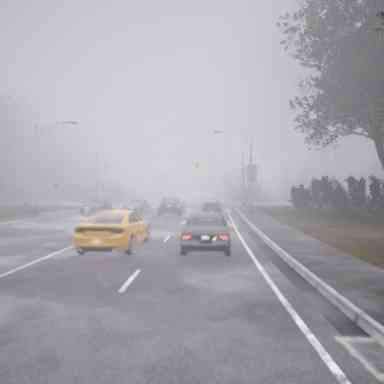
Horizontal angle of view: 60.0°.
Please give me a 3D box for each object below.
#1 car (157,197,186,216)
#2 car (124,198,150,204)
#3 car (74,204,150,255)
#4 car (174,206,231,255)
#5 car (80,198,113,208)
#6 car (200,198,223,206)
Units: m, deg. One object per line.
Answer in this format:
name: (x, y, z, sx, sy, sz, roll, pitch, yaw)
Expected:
car: (-1.778, 1.199, 30.169, 2.097, 1.767, 4.553, 0, 0, 4)
car: (-5.306, 1.319, 32.172, 2.128, 1.511, 4.902, 0, 0, 5)
car: (-2.931, 1.434, 13.128, 1.882, 1.535, 5.008, 0, 0, 3)
car: (0.553, 1.509, 13.206, 2.033, 1.411, 5.357, 0, 0, 3)
car: (-8.902, 1.322, 31.193, 2.128, 1.511, 4.902, 0, 0, 5)
car: (1.785, 1.352, 30.858, 1.837, 1.490, 4.892, 0, 0, 4)
